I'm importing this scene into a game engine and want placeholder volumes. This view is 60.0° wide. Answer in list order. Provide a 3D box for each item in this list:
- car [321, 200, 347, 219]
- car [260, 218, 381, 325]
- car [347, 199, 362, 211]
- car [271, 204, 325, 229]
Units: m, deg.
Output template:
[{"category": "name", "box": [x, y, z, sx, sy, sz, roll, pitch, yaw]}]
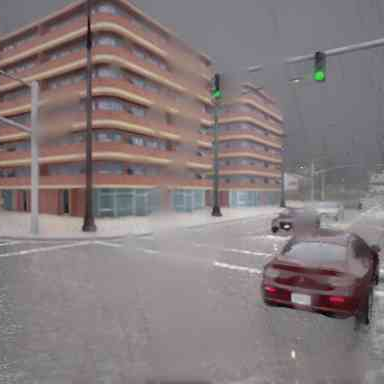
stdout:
[{"category": "car", "box": [11.330, 1.590, 27.599, 1.812, 1.442, 4.674, 0, 0, 31]}, {"category": "car", "box": [2.939, 1.546, 7.229, 1.812, 1.442, 4.674, 0, 0, 32]}, {"category": "car", "box": [20.296, 1.634, 42.072, 2.033, 1.411, 5.357, 0, 0, 32]}, {"category": "car", "box": [5.951, 1.616, 18.939, 1.994, 1.385, 4.181, 0, 0, 32]}]
